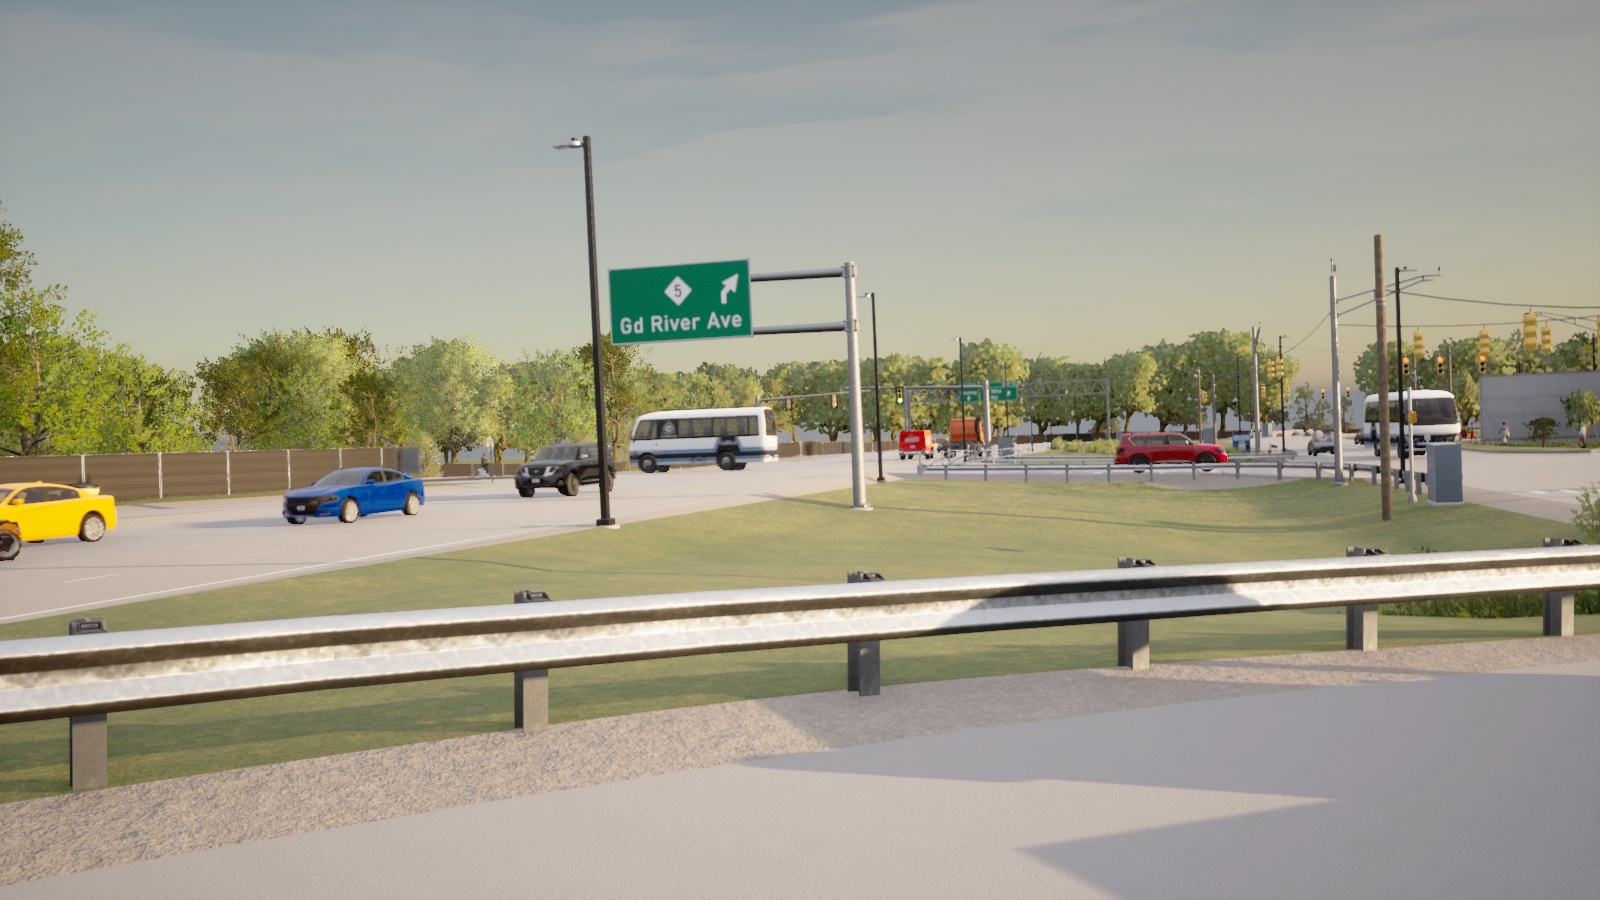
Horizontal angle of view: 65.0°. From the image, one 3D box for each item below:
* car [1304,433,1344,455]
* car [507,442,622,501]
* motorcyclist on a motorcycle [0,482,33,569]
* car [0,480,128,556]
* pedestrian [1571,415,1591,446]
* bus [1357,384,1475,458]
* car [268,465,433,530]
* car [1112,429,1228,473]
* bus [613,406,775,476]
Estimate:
[{"bbox_3d":[37.884,-0.448,90.900,2.033,1.411,5.357,-2,1,16],"label":"car"},{"bbox_3d":[-9.180,0.797,49.581,2.150,2.045,5.566,-2,0,15],"label":"car"},{"bbox_3d":[-16.086,1.511,24.118,0.766,1.649,2.350,-2,1,15],"label":"motorcyclist on a motorcycle"},{"bbox_3d":[-18.350,1.599,29.120,1.882,1.535,5.008,-2,0,15],"label":"car"},{"bbox_3d":[49.506,-1.220,79.596,0.659,1.952,0.873,-4,2,-37],"label":"pedestrian"},{"bbox_3d":[39.174,-1.804,80.391,3.944,4.253,10.273,-3,1,10],"label":"bus"},{"bbox_3d":[-12.809,1.310,36.181,1.882,1.535,5.008,-2,0,15],"label":"car"},{"bbox_3d":[18.896,0.034,64.236,5.566,2.045,2.150,-2,1,17],"label":"car"},{"bbox_3d":[-7.249,-0.575,86.459,10.273,4.253,3.944,-2,0,14],"label":"bus"}]
